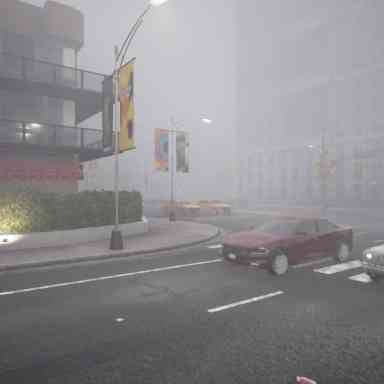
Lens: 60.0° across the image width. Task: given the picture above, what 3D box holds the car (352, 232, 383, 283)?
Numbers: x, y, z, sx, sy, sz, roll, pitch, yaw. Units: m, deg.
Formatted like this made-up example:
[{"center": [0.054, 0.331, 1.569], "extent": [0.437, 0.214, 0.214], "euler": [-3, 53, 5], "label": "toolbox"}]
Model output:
[{"center": [6.364, 1.601, 8.552], "extent": [4.718, 1.301, 1.895], "euler": [0, 0, -36], "label": "car"}]

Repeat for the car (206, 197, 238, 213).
[{"center": [2.025, 1.478, 34.259], "extent": [1.882, 1.535, 5.008], "euler": [0, 0, -35], "label": "car"}]

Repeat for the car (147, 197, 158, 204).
[{"center": [-6.207, 1.601, 59.240], "extent": [4.718, 1.301, 1.895], "euler": [0, 0, 42], "label": "car"}]

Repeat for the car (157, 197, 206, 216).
[{"center": [-1.103, 1.478, 32.621], "extent": [1.882, 1.535, 5.008], "euler": [0, 0, -35], "label": "car"}]

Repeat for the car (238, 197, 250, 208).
[{"center": [6.276, 1.505, 48.487], "extent": [1.837, 1.490, 4.892], "euler": [0, 0, -35], "label": "car"}]

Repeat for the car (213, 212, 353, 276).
[{"center": [3.120, 1.477, 10.521], "extent": [5.008, 1.535, 1.882], "euler": [0, 0, -36], "label": "car"}]
